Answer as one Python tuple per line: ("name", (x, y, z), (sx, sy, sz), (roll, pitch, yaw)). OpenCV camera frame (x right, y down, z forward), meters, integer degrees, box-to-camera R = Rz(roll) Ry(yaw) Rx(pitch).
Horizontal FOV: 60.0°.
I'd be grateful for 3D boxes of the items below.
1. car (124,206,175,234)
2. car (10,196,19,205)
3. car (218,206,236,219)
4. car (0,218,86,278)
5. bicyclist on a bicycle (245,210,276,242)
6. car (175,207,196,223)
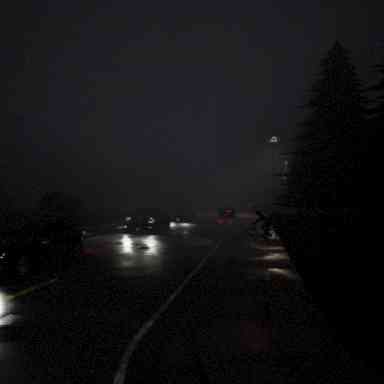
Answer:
("car", (-2.961, 1.808, 22.861), (2.097, 1.767, 4.553), (1, -1, 11))
("car", (-40.057, 1.892, 72.976), (3.866, 1.878, 1.905), (0, 5, -32))
("car", (4.304, 2.466, 40.866), (2.128, 1.511, 4.902), (1, -1, 11))
("car", (-5.293, 1.665, 10.883), (1.837, 1.490, 4.892), (1, -1, 11))
("bicyclist on a bicycle", (3.564, 1.767, 17.221), (1.656, 1.620, 0.582), (1, -1, 11))
("car", (-0.807, 2.276, 33.899), (2.033, 1.411, 5.357), (1, -1, 11))
